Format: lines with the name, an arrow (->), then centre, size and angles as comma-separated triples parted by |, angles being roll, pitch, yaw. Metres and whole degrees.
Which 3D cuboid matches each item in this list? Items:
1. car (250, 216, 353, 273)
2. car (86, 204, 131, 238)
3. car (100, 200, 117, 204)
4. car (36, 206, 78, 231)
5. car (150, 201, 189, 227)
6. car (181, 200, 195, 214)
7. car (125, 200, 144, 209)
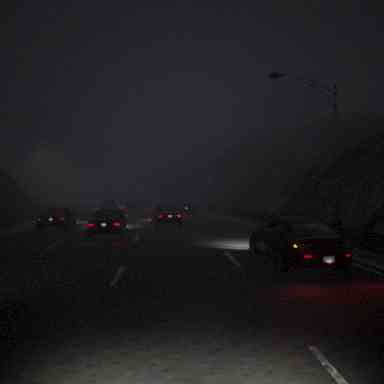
car -> 3.189, 1.489, 10.470 | 1.812, 1.442, 4.674 | 0, 0, -5
car -> -4.572, 1.607, 18.222 | 2.033, 1.411, 5.357 | -1, 0, -9
car -> -10.897, 1.688, 43.628 | 2.033, 1.411, 5.357 | -1, 0, -21
car -> -8.782, 1.658, 21.933 | 2.033, 1.411, 5.357 | -1, 0, -12
car -> -1.861, 1.575, 23.380 | 2.033, 1.411, 5.357 | -1, 0, -11
car -> -1.090, 1.584, 35.372 | 1.994, 1.385, 4.181 | -1, 0, -15
car -> -8.055, 1.708, 46.002 | 1.895, 1.301, 4.718 | -1, 0, -21
